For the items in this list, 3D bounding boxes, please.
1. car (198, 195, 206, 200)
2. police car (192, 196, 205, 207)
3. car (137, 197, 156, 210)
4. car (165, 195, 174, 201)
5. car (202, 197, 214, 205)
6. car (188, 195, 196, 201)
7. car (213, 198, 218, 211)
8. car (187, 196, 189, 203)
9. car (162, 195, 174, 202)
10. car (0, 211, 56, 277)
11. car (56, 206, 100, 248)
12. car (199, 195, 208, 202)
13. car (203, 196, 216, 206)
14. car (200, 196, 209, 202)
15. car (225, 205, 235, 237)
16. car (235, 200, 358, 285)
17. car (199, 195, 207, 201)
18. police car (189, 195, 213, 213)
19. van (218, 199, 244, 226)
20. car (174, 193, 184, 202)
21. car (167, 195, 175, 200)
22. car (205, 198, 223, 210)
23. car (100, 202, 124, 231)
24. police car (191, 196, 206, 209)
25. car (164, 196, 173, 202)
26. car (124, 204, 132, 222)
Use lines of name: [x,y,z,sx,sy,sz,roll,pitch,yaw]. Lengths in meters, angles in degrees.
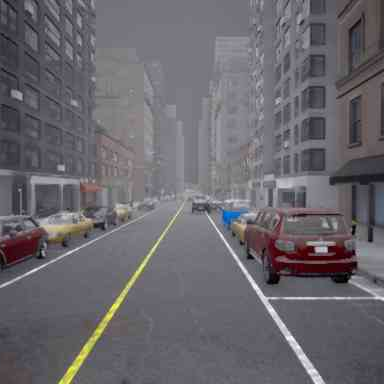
car: [2.752,1.564,92.037,1.887,1.381,4.507,-1,0,0]
police car: [0.900,1.417,52.198,1.930,1.638,5.238,0,0,0]
car: [-5.773,1.426,42.490,1.967,1.590,4.097,-1,0,0]
car: [-5.773,1.565,86.531,2.008,1.369,4.403,-1,0,0]
car: [2.753,1.538,59.006,1.887,1.381,4.507,-1,0,0]
car: [0.000,1.457,86.395,2.128,1.511,4.902,0,0,0]
car: [2.753,1.536,36.985,2.008,1.369,4.403,-1,0,0]
car: [0.001,1.474,71.290,1.812,1.442,4.674,0,0,0]
car: [-5.774,1.444,75.521,1.967,1.590,4.097,-1,0,0]
car: [-5.773,1.432,9.460,1.967,1.590,4.097,-1,0,0]
car: [-5.772,1.514,14.794,1.752,1.417,4.829,-1,0,0]
car: [2.752,1.554,81.026,1.887,1.381,4.507,-1,0,0]
car: [2.751,1.431,53.501,1.967,1.590,4.097,-1,0,0]
car: [2.753,1.570,75.521,1.947,1.339,4.313,-1,0,0]
car: [2.753,1.514,15.135,1.752,1.417,4.829,-1,0,0]
car: [2.750,1.307,9.460,2.192,1.841,5.009,-1,0,0]
car: [2.752,1.559,86.531,1.887,1.381,4.507,-1,0,0]
police car: [0.900,1.411,36.196,1.930,1.638,5.238,0,0,0]
van: [2.751,1.328,20.469,1.690,1.788,3.998,-1,0,0]
car: [-3.000,1.187,76.704,2.150,2.045,5.566,0,0,0]
car: [-5.773,1.563,92.037,1.887,1.381,4.507,-1,0,0]
car: [2.753,1.531,42.490,1.887,1.381,4.507,-1,0,0]
car: [-5.771,1.552,20.469,1.947,1.339,4.313,-1,0,0]
police car: [0.898,1.416,46.196,1.930,1.638,5.238,0,0,0]
car: [-5.772,1.575,81.026,1.947,1.339,4.313,-1,0,0]
car: [-5.772,1.510,25.805,1.752,1.417,4.829,-1,0,0]
